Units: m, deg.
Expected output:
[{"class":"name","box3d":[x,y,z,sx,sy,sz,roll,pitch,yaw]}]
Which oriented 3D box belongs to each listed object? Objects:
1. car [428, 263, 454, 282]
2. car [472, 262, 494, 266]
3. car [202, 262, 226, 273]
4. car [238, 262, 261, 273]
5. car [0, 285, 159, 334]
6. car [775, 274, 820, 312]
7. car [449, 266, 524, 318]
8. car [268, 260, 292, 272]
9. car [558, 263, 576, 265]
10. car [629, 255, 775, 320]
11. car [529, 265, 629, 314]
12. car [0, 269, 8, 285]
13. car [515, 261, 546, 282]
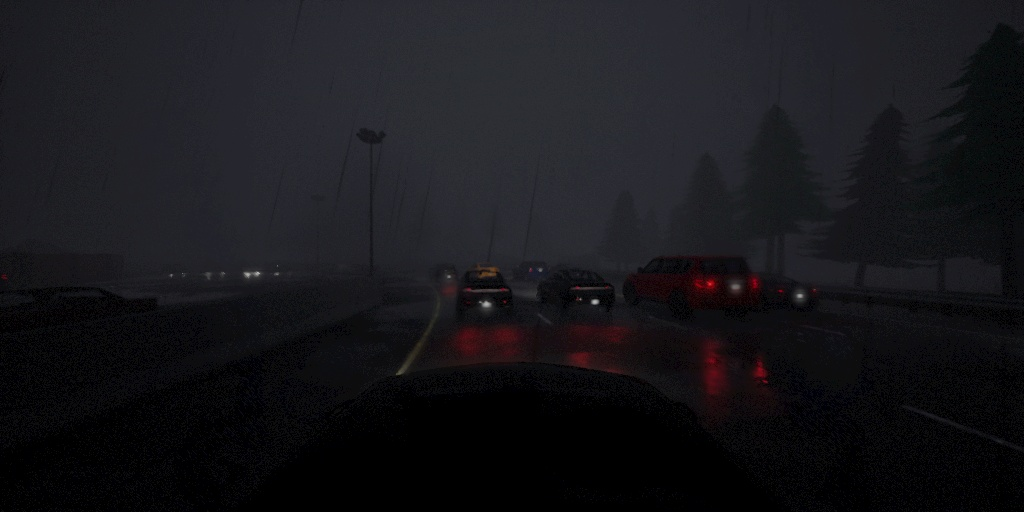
[{"class":"car","box3d":[-5.798,1.363,30.155,1.837,1.490,4.892,0,0,-22]},{"class":"car","box3d":[-2.707,1.329,31.828,1.882,1.535,5.008,0,0,-22]},{"class":"car","box3d":[-41.171,1.582,49.382,4.674,1.442,1.812,-1,0,39]},{"class":"car","box3d":[-37.015,1.534,50.464,4.902,1.511,2.128,-1,0,41]},{"class":"car","box3d":[-11.121,1.414,8.263,1.895,1.301,4.718,0,0,-7]},{"class":"car","box3d":[9.364,1.314,13.976,1.994,1.385,4.181,0,0,-7]},{"class":"car","box3d":[-1.129,1.280,13.278,2.128,1.511,4.902,0,0,-9]},{"class":"car","box3d":[-33.793,1.385,52.289,4.553,1.767,2.097,0,0,42]},{"class":"car","box3d":[4.746,1.348,31.931,1.812,1.442,4.674,0,0,-20]},{"class":"car","box3d":[6.042,0.981,12.904,2.150,2.045,5.566,0,0,-8]},{"class":"car","box3d":[2.300,1.269,13.931,2.128,1.511,4.902,0,0,-9]},{"class":"car","box3d":[-22.512,1.094,13.148,2.150,2.045,5.566,0,0,-13]},{"class":"car","box3d":[1.550,1.182,30.415,2.097,1.767,4.553,0,0,-19]}]
